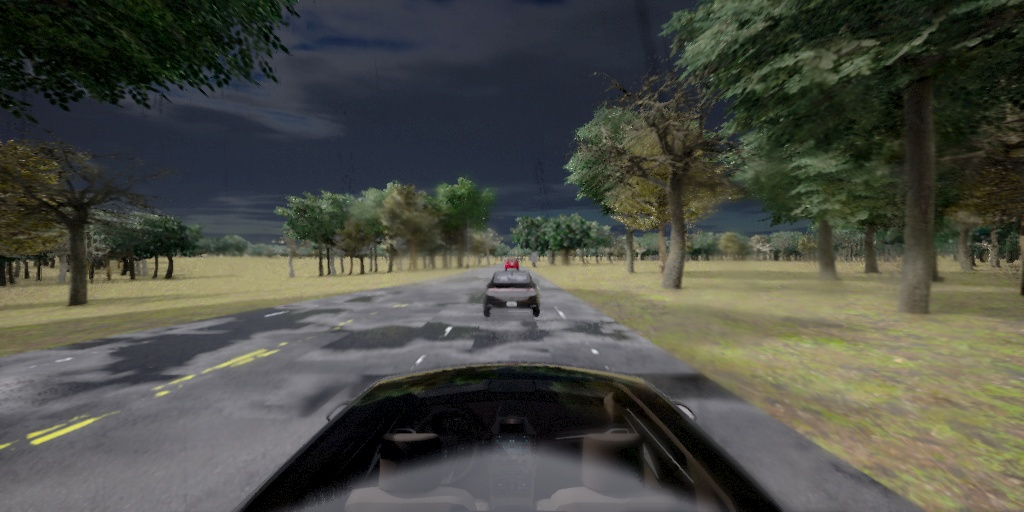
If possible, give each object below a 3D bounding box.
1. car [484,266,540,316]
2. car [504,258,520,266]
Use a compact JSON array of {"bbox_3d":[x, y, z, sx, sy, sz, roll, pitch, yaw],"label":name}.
[{"bbox_3d":[0.000,1.288,13.598,2.128,1.511,4.902,0,0,0],"label":"car"},{"bbox_3d":[-0.002,1.317,55.944,2.150,2.045,5.566,0,-1,0],"label":"car"}]
